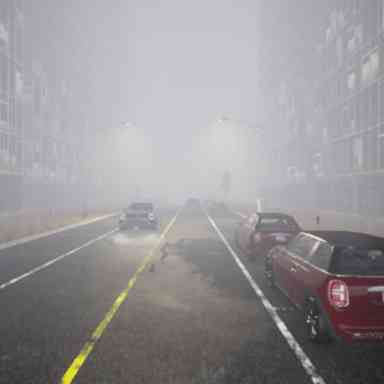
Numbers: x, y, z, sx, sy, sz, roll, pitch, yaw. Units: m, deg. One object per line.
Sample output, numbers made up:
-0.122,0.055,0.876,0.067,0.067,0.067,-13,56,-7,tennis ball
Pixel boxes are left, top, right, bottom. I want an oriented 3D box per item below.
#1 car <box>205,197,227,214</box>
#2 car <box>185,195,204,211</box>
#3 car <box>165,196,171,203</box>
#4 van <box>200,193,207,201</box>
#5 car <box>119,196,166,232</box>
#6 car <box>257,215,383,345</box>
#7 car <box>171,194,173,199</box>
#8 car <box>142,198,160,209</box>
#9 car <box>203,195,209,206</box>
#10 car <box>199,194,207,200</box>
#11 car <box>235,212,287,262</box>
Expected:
2.700,1.521,34.861,1.887,1.381,4.507,0,0,0,car
0.109,1.446,40.760,1.882,1.535,5.008,0,0,0,car
-5.675,1.476,63.332,1.887,1.381,4.507,0,0,0,car
2.710,1.238,80.399,1.690,1.788,3.998,0,0,0,van
-2.995,1.342,20.118,2.097,1.767,4.553,0,0,0,car
2.693,1.437,6.398,1.967,1.590,4.097,0,0,0,car
-5.674,1.487,69.024,1.947,1.339,4.313,0,0,0,car
-5.678,1.505,46.253,1.887,1.381,4.507,0,0,0,car
2.703,1.517,51.937,1.947,1.339,4.313,0,0,0,car
2.711,1.324,86.091,1.967,1.590,4.097,0,0,0,car
2.694,1.434,12.090,1.967,1.590,4.097,0,0,0,car
